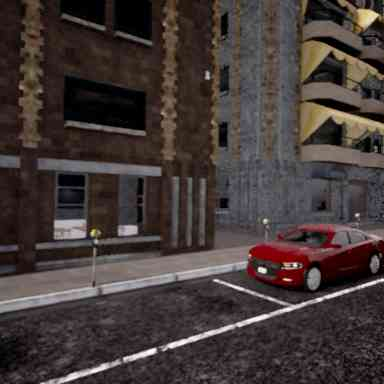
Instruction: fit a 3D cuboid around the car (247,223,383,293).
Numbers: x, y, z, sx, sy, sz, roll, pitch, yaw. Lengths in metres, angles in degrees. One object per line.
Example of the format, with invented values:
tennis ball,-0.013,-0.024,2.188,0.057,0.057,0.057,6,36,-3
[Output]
car,3.463,1.576,9.013,4.507,1.381,1.887,0,1,-35
